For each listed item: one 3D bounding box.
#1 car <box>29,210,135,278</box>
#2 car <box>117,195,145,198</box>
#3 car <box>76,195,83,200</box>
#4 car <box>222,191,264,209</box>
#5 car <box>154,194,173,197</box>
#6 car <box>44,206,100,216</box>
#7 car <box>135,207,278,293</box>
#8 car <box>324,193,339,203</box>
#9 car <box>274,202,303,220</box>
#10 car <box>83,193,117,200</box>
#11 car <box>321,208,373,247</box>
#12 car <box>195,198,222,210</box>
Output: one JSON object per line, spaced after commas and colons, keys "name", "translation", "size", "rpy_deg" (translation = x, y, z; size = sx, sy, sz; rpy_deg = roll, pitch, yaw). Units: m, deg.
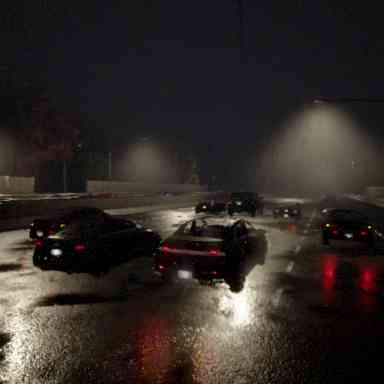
{"name": "car", "translation": [-2.547, 1.422, 9.939], "size": [1.994, 1.385, 4.181], "rpy_deg": [1, 1, 22]}
{"name": "car", "translation": [-7.628, 1.029, 44.932], "size": [1.895, 1.301, 4.718], "rpy_deg": [1, 1, 22]}
{"name": "car", "translation": [-14.420, 0.901, 46.772], "size": [1.994, 1.385, 4.181], "rpy_deg": [1, 1, 22]}
{"name": "car", "translation": [4.576, 0.961, 27.777], "size": [2.150, 2.045, 5.566], "rpy_deg": [1, 1, 22]}
{"name": "car", "translation": [-3.832, 0.960, 44.982], "size": [2.128, 1.511, 4.902], "rpy_deg": [1, 1, 22]}
{"name": "car", "translation": [-4.636, 1.316, 14.152], "size": [1.812, 1.442, 4.674], "rpy_deg": [1, 1, 22]}
{"name": "car", "translation": [0.769, 1.397, 8.812], "size": [2.128, 1.511, 4.902], "rpy_deg": [1, 1, 22]}
{"name": "car", "translation": [24.034, 1.205, 57.941], "size": [1.994, 1.385, 4.181], "rpy_deg": [1, 1, 22]}
{"name": "car", "translation": [7.569, 1.393, 25.849], "size": [1.895, 1.301, 4.718], "rpy_deg": [1, 1, 22]}
{"name": "car", "translation": [-11.723, 0.871, 44.106], "size": [1.882, 1.535, 5.008], "rpy_deg": [1, 1, 22]}
{"name": "car", "translation": [6.753, 1.430, 14.642], "size": [1.812, 1.442, 4.674], "rpy_deg": [1, 1, 22]}
{"name": "car", "translation": [1.813, 1.247, 30.309], "size": [1.994, 1.385, 4.181], "rpy_deg": [1, 1, 22]}
